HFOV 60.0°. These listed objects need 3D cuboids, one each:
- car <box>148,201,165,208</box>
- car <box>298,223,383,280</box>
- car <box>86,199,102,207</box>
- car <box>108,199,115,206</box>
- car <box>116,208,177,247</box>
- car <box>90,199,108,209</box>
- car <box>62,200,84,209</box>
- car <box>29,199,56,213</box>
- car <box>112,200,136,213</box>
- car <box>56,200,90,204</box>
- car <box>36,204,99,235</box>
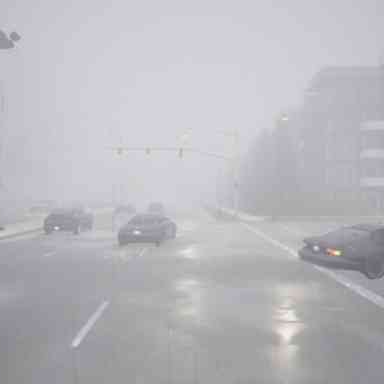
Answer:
[{"bbox_3d":[-4.488,1.889,41.861,2.128,1.511,4.902,0,-1,-1],"label":"car"},{"bbox_3d":[5.960,1.642,9.998,5.357,1.411,2.033,0,-1,-14],"label":"car"},{"bbox_3d":[-19.591,2.135,66.611,1.837,1.490,4.892,0,-1,0],"label":"car"},{"bbox_3d":[-16.091,2.159,66.810,1.812,1.442,4.674,0,-1,0],"label":"car"},{"bbox_3d":[-2.030,1.718,16.121,1.994,1.385,4.181,0,-1,9],"label":"car"},{"bbox_3d":[-16.154,2.099,56.007,1.994,1.385,4.181,0,-1,1],"label":"car"},{"bbox_3d":[-19.662,2.053,55.086,1.812,1.442,4.674,0,-1,1],"label":"car"},{"bbox_3d":[-19.666,1.776,44.206,2.097,1.767,4.553,0,-1,0],"label":"car"},{"bbox_3d":[-7.977,1.985,40.350,1.895,1.301,4.718,0,-1,-1],"label":"car"},{"bbox_3d":[-16.174,1.927,45.426,2.128,1.511,4.902,0,-1,0],"label":"car"},{"bbox_3d":[-7.347,1.699,20.244,1.837,1.490,4.892,0,-1,-2],"label":"car"}]
